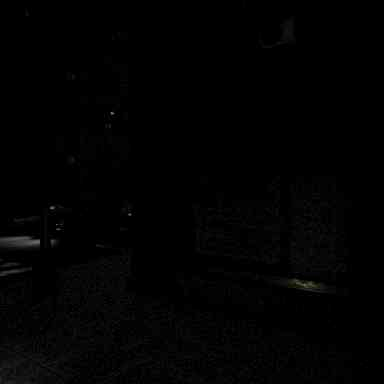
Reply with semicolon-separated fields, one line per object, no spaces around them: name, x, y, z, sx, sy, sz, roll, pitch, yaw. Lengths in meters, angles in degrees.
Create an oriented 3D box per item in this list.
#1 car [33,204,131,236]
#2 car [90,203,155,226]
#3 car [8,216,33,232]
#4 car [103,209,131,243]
car;-5.870;1.523;18.581;1.837;1.490;4.892;0;0;35
car;-4.940;1.583;24.246;2.008;1.369;4.403;0;0;36
car;-8.190;1.554;19.706;1.752;1.417;4.829;0;0;36
car;-1.570;1.560;15.166;1.947;1.339;4.313;0;0;36
